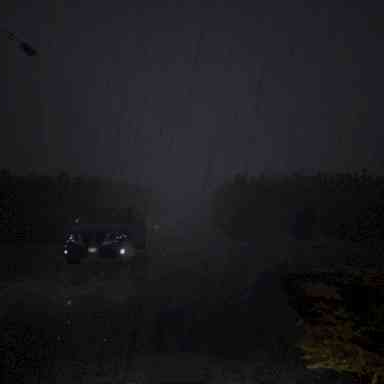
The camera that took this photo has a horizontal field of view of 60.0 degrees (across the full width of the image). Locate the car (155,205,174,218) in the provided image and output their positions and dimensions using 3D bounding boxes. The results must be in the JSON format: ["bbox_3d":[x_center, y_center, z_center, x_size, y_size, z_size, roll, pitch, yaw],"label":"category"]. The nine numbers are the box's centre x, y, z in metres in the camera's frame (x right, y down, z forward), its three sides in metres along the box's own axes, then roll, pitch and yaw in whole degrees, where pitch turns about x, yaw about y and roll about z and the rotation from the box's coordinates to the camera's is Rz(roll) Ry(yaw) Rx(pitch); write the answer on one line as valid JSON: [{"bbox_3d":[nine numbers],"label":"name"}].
[{"bbox_3d":[-3.110,2.205,38.431,1.812,1.442,4.674,0,-1,0],"label":"car"}]

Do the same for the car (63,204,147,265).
[{"bbox_3d":[-3.113,1.520,13.153,2.150,2.045,5.566,0,-1,0],"label":"car"}]
